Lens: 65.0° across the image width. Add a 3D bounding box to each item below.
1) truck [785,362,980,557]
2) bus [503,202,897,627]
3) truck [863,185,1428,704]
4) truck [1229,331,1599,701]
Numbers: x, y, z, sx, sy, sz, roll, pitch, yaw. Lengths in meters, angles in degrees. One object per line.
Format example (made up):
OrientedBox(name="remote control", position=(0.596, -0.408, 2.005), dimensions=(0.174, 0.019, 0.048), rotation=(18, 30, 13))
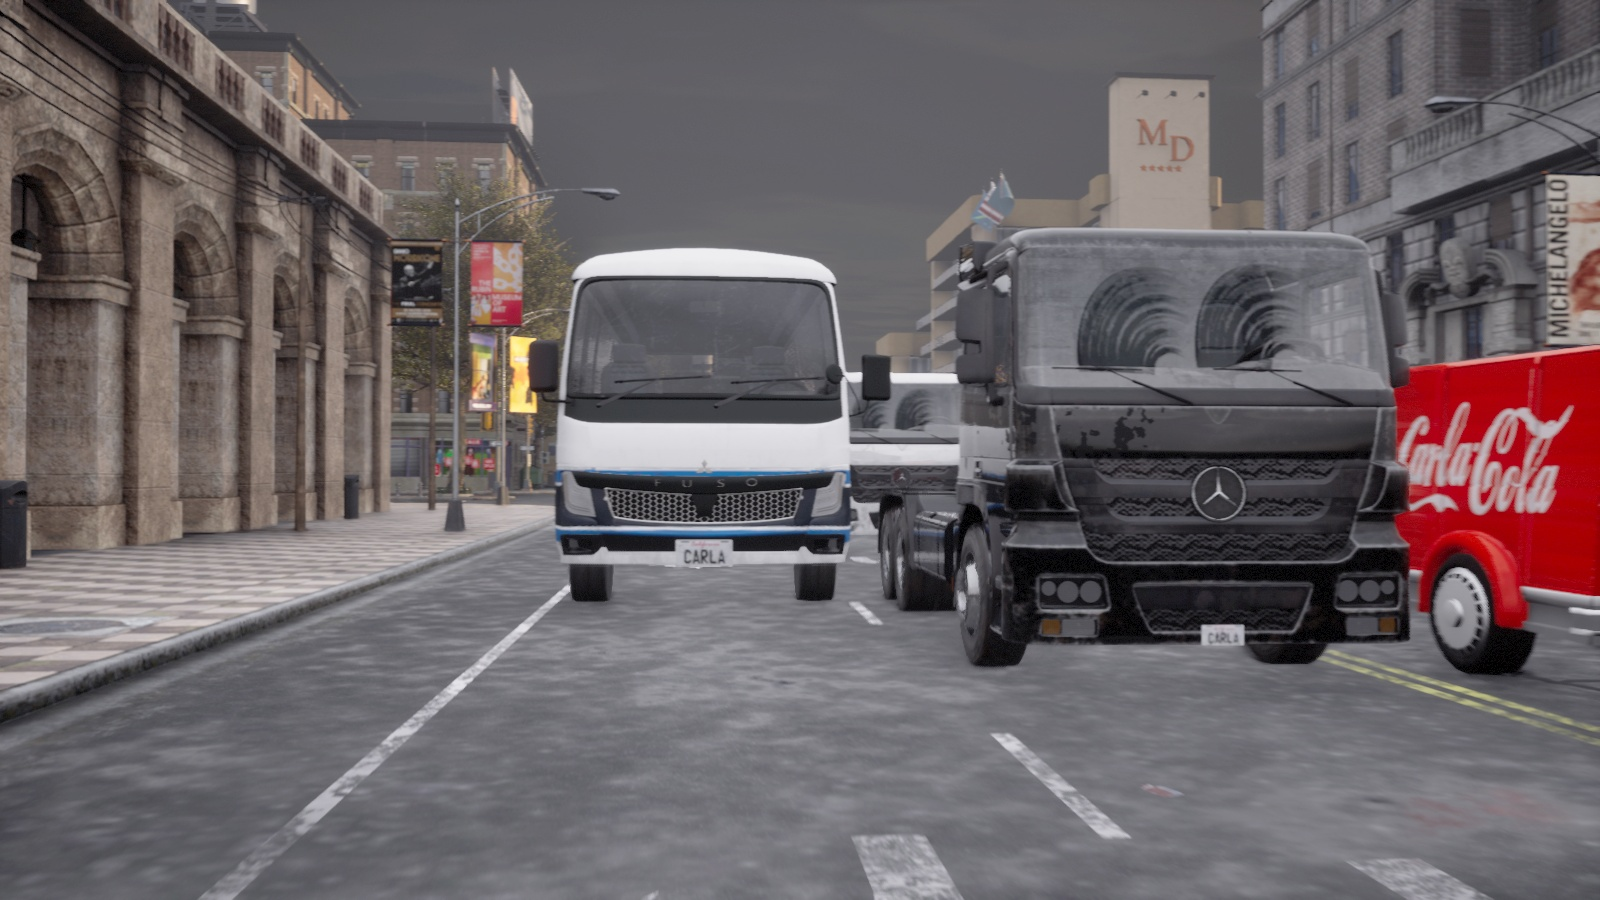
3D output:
OrientedBox(name="truck", position=(1.434, 0.218, 26.326), dimensions=(2.891, 3.462, 7.936), rotation=(0, -1, -5))
OrientedBox(name="bus", position=(-1.397, -0.289, 17.811), dimensions=(3.944, 4.253, 10.273), rotation=(0, -1, -5))
OrientedBox(name="truck", position=(2.549, 0.002, 12.439), dimensions=(2.891, 3.462, 7.936), rotation=(0, -1, -4))
OrientedBox(name="truck", position=(6.156, 0.462, 11.072), dimensions=(2.627, 2.467, 5.204), rotation=(0, -1, -4))
